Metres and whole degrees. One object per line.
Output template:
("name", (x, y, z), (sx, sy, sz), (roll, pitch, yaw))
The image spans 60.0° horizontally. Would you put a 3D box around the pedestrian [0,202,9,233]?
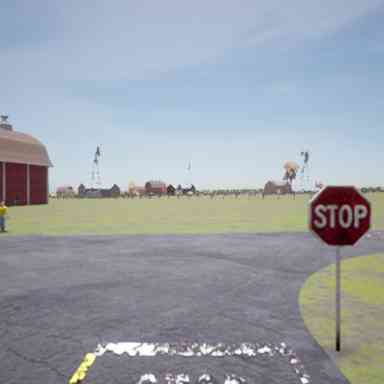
("pedestrian", (-11.225, 1.475, 19.768), (0.375, 1.860, 0.375), (0, 0, 4))
